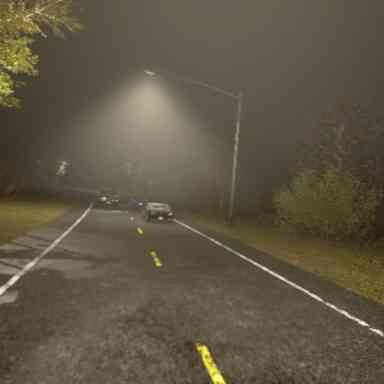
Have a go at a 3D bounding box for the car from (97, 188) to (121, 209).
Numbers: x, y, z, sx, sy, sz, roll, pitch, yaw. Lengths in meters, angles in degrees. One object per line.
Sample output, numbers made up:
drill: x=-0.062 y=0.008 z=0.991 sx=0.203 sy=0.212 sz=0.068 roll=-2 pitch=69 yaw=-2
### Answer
car: x=-8.904 y=0.656 z=35.501 sx=2.150 sy=2.045 sz=5.566 roll=5 pitch=0 yaw=-15

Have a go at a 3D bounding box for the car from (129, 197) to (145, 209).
car: x=-6.257 y=1.250 z=39.301 sx=1.994 sy=1.385 sz=4.181 roll=5 pitch=0 yaw=-15

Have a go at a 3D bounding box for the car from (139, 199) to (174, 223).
car: x=-2.685 y=1.522 z=25.514 sx=1.895 sy=1.301 sz=4.718 roll=5 pitch=0 yaw=-14
